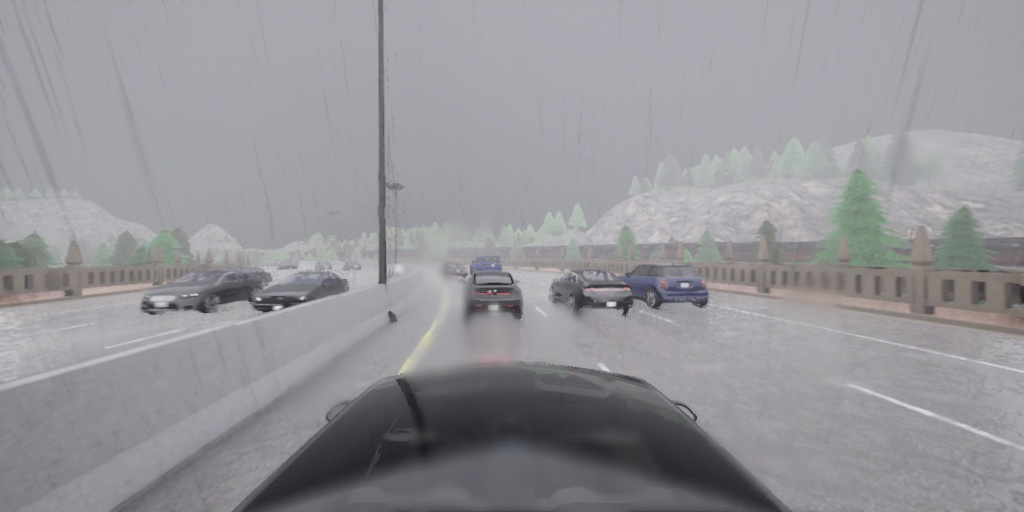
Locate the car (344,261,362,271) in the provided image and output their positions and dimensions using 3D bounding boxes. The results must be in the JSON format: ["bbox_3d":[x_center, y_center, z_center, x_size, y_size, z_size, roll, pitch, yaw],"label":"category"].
[{"bbox_3d":[-23.744,1.446,53.438,2.128,1.511,4.902,-1,0,-34],"label":"car"}]

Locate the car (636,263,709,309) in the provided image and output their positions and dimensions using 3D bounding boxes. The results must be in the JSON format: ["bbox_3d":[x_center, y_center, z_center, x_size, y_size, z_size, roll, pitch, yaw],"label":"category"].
[{"bbox_3d":[5.973,1.076,15.004,2.097,1.767,4.553,0,0,-7],"label":"car"}]

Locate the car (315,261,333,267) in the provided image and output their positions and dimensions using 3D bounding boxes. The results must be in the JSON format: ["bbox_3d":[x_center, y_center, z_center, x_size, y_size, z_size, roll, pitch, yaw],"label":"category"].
[{"bbox_3d":[-28.306,1.495,53.888,2.128,1.511,4.902,-1,0,-36],"label":"car"}]

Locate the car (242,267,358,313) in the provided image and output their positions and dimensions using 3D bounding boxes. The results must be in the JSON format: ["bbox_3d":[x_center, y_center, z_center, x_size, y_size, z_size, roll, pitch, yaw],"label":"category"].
[{"bbox_3d":[-8.206,1.349,14.640,2.033,1.411,5.357,0,0,-8],"label":"car"}]

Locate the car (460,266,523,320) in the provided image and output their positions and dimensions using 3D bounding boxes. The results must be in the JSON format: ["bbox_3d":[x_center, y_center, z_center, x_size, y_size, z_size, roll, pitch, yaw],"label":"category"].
[{"bbox_3d":[-0.758,1.264,12.680,1.837,1.490,4.892,0,0,-7],"label":"car"}]

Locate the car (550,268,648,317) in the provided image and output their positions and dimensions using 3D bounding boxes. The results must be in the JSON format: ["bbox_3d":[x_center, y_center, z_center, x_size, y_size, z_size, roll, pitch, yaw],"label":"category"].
[{"bbox_3d":[2.693,1.233,13.122,2.128,1.511,4.902,0,0,-7],"label":"car"}]

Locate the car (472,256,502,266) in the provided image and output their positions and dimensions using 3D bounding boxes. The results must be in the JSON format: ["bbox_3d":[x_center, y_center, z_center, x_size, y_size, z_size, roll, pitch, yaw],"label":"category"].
[{"bbox_3d":[-2.657,0.995,35.780,2.150,2.045,5.566,0,0,-20],"label":"car"}]

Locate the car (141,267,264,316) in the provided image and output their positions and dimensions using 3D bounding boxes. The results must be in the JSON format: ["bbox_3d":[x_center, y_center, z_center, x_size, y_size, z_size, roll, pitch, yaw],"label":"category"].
[{"bbox_3d":[-11.711,1.313,14.010,2.128,1.511,4.902,0,0,-9],"label":"car"}]

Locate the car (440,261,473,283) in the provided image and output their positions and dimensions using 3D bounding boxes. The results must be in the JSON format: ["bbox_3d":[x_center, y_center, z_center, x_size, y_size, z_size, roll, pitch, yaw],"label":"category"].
[{"bbox_3d":[-5.418,1.342,33.184,2.033,1.411,5.357,0,0,-19],"label":"car"}]
